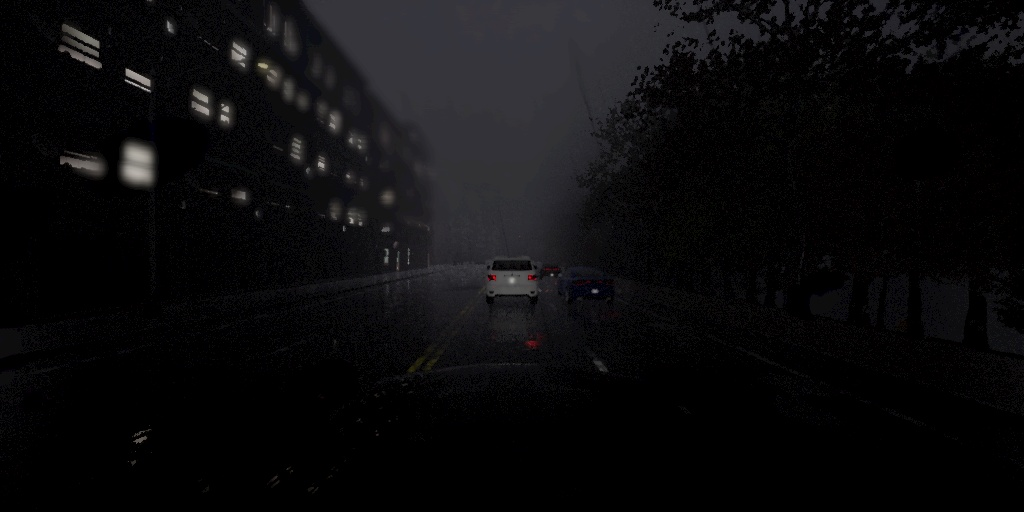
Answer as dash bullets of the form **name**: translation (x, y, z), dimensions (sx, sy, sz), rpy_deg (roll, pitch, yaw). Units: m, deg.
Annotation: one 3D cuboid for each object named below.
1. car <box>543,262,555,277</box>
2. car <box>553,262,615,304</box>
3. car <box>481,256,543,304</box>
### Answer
- **car**: translation (3.250, 1.274, 31.500), dimensions (1.837, 1.490, 4.892), rpy_deg (0, 0, 0)
- **car**: translation (3.250, 1.237, 16.500), dimensions (1.882, 1.535, 5.008), rpy_deg (0, 0, 0)
- **car**: translation (0.000, 1.010, 16.530), dimensions (2.150, 2.045, 5.566), rpy_deg (0, 0, 0)
